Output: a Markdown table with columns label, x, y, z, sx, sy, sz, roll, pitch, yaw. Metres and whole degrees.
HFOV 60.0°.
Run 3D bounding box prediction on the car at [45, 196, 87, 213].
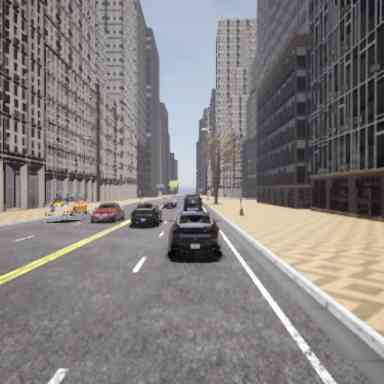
| label | x | y | z | sx | sy | sz | roll | pitch | yaw |
| --- | --- | --- | --- | --- | --- | --- | --- | --- | --- |
| car | -9.741 | 0.981 | 26.067 | 2.097 | 1.767 | 4.553 | 0 | 0 | 0 |

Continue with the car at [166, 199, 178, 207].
| label | x | y | z | sx | sy | sz | roll | pitch | yaw |
| --- | --- | --- | --- | --- | --- | --- | --- | --- | --- |
| car | -3.133 | 1.642 | 49.589 | 1.895 | 1.301 | 4.718 | 0 | 0 | 0 |

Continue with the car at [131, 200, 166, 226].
| label | x | y | z | sx | sy | sz | roll | pitch | yaw |
| --- | --- | --- | --- | --- | --- | --- | --- | --- | --- |
| car | -3.141 | 1.515 | 23.710 | 1.837 | 1.490 | 4.892 | 0 | 0 | 0 |

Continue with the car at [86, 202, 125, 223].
| label | x | y | z | sx | sy | sz | roll | pitch | yaw |
| --- | --- | --- | --- | --- | --- | --- | --- | --- | --- |
| car | -6.491 | 1.565 | 26.038 | 1.812 | 1.442 | 4.674 | 0 | 0 | 0 |

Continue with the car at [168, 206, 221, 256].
| label | x | y | z | sx | sy | sz | roll | pitch | yaw |
| --- | --- | --- | --- | --- | --- | --- | --- | --- | --- |
| car | 0.105 | 1.508 | 13.173 | 1.837 | 1.490 | 4.892 | 0 | 0 | 0 |

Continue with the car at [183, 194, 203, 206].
| label | x | y | z | sx | sy | sz | roll | pitch | yaw |
| --- | --- | --- | --- | --- | --- | --- | --- | --- | --- |
| car | 0.114 | 1.248 | 40.173 | 2.150 | 2.045 | 5.566 | 0 | 0 | 0 |
